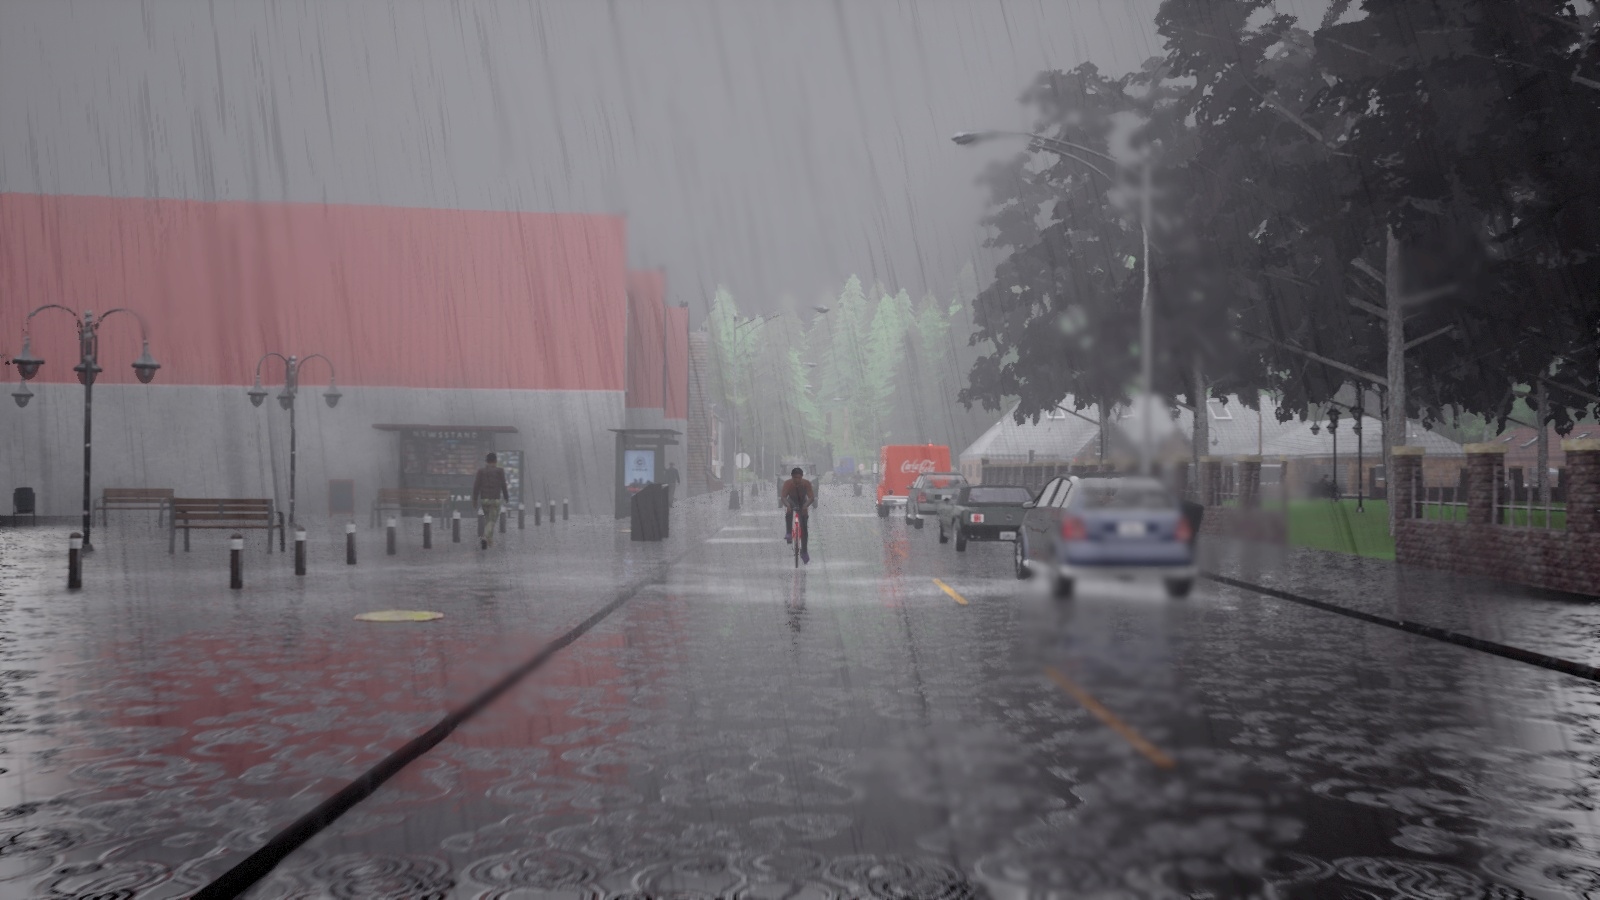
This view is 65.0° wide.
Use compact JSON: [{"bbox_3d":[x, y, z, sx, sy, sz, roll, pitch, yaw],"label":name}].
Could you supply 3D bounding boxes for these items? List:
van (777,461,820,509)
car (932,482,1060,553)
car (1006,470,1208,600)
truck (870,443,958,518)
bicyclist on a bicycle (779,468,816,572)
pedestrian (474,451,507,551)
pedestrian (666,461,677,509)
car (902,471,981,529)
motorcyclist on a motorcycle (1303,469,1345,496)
[{"bbox_3d":[-0.078,1.474,54.149,1.775,1.987,4.442,0,-1,0],"label":"van"},{"bbox_3d":[3.954,1.336,26.085,1.895,1.301,4.718,0,-1,0],"label":"car"},{"bbox_3d":[3.963,1.056,16.834,1.789,1.549,3.705,0,-1,0],"label":"car"},{"bbox_3d":[3.934,1.054,44.317,2.627,2.467,5.204,0,-1,0],"label":"truck"},{"bbox_3d":[-0.040,1.111,20.502,0.582,1.620,1.656,0,-1,0],"label":"bicyclist on a bicycle"},{"bbox_3d":[-5.760,0.939,23.381,0.431,1.840,0.703,0,-1,1],"label":"pedestrian"},{"bbox_3d":[-5.037,1.368,49.220,0.402,1.842,0.726,0,-1,-1],"label":"pedestrian"},{"bbox_3d":[3.944,1.373,35.551,1.789,1.549,3.705,0,-1,0],"label":"car"},{"bbox_3d":[30.126,1.885,72.202,2.044,1.523,0.797,0,-1,-2],"label":"motorcyclist on a motorcycle"}]
